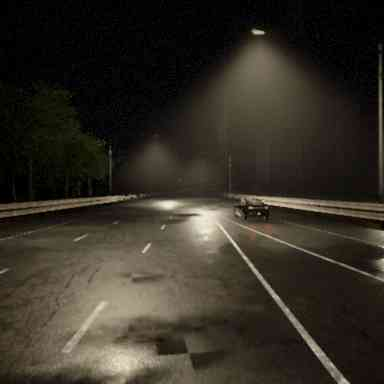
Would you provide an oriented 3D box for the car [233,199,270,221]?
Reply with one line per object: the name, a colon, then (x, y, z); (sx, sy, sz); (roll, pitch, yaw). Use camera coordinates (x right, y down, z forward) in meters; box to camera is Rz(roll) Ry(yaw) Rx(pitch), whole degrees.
car: (4.440, 1.294, 25.387); (2.128, 1.511, 4.902); (0, 0, -5)
